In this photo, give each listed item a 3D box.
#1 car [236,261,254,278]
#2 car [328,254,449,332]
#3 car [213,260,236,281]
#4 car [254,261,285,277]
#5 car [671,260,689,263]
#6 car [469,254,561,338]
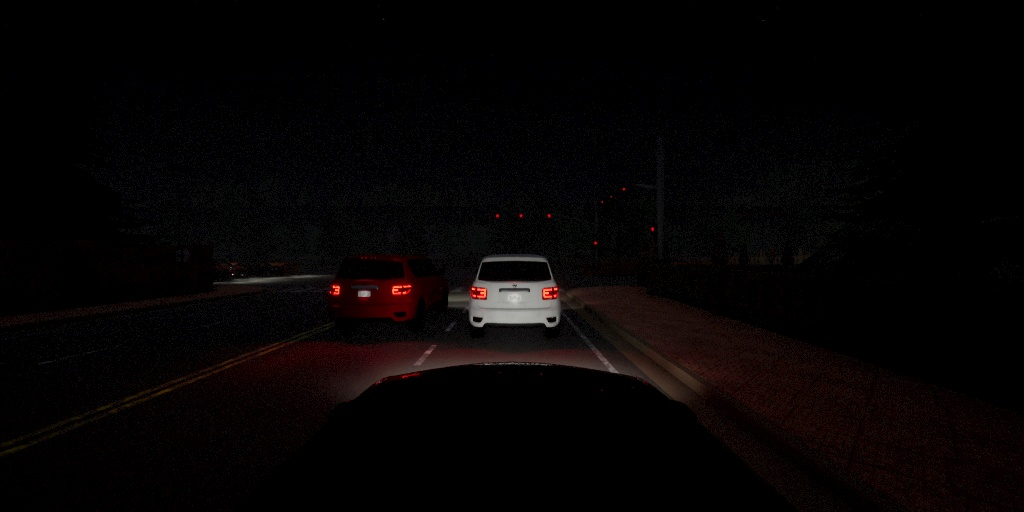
[{"bbox_3d":[-26.017,1.102,31.628,4.553,1.767,2.097,0,0,0],"label":"car"},{"bbox_3d":[-3.420,0.971,11.003,2.150,2.045,5.566,0,0,0],"label":"car"},{"bbox_3d":[-25.077,1.228,28.119,5.008,1.535,1.882,0,0,0],"label":"car"},{"bbox_3d":[-24.955,1.228,35.119,5.008,1.535,1.882,0,0,0],"label":"car"},{"bbox_3d":[21.799,1.254,49.009,4.892,1.490,1.837,0,0,0],"label":"car"},{"bbox_3d":[0.079,0.971,10.322,2.150,2.045,5.566,0,0,1],"label":"car"}]
